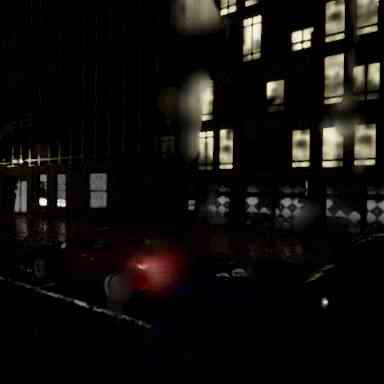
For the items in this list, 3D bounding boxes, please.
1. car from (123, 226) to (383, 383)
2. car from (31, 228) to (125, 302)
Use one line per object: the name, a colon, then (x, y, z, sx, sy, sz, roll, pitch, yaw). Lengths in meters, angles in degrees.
car: (2.221, 1.244, 2.740, 5.566, 2.045, 2.150, 1, 0, 35)
car: (-2.046, 1.505, 7.858, 4.206, 1.307, 1.802, 1, 0, 35)
